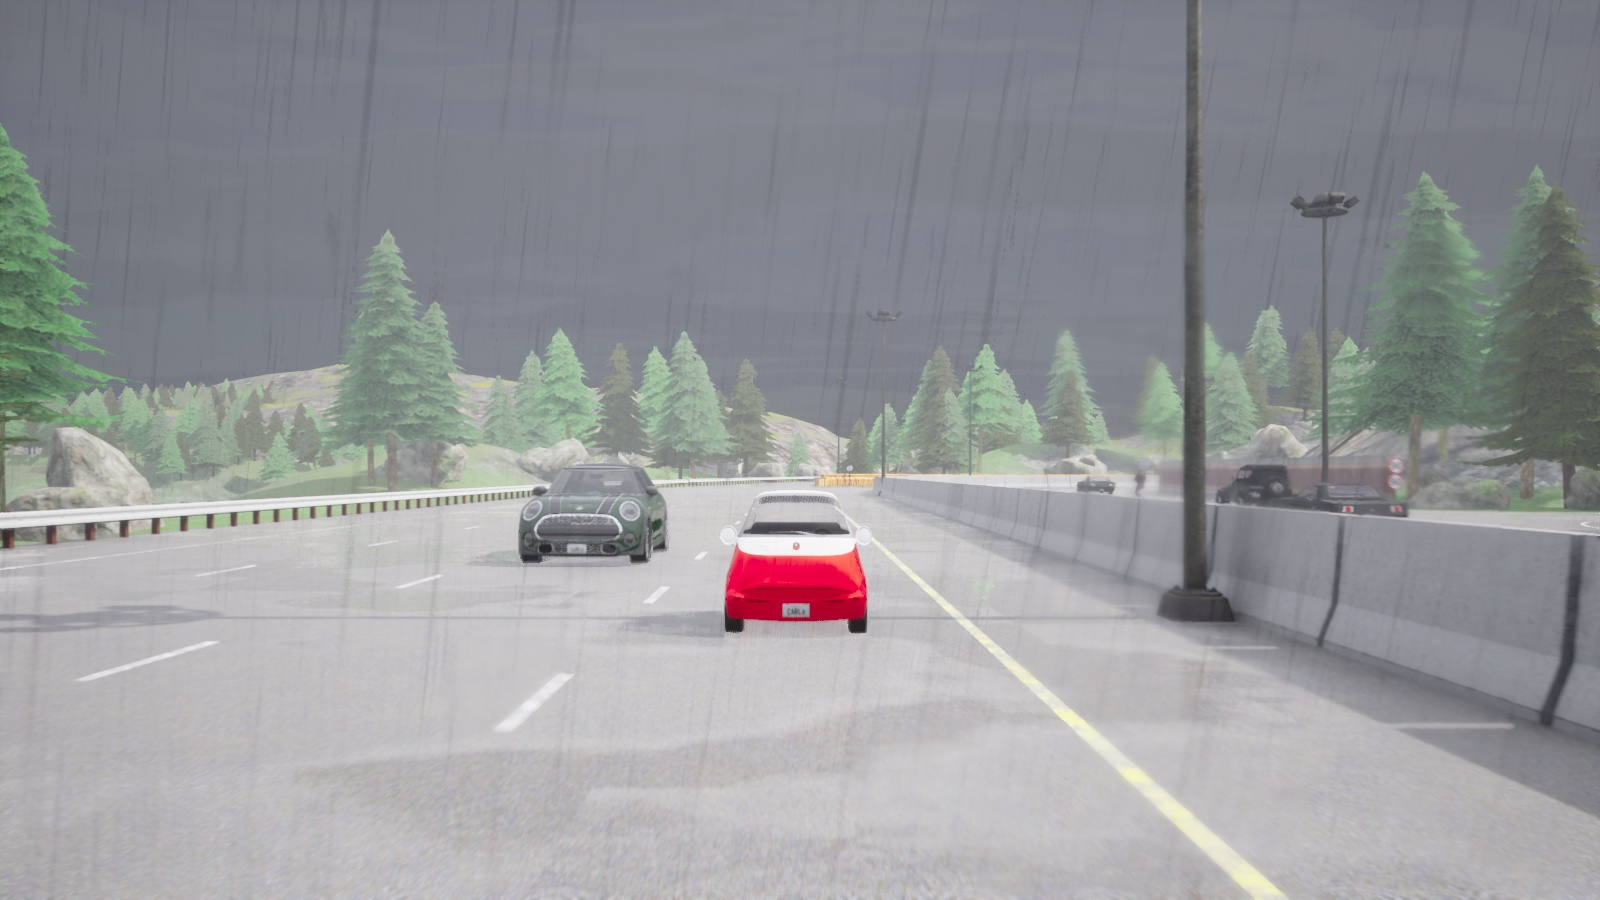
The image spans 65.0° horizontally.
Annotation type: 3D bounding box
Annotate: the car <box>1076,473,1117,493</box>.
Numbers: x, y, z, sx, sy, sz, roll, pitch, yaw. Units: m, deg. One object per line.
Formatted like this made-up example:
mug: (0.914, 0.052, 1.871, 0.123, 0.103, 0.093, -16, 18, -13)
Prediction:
car: (20.717, 2.306, 88.028, 1.895, 1.301, 4.718, 0, -1, 2)

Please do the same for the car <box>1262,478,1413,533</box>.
car: (13.917, 1.409, 32.846, 1.895, 1.301, 4.718, 0, -1, 0)

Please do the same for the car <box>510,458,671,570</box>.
car: (-3.552, 1.059, 22.187, 2.097, 1.767, 4.553, 0, -1, 0)

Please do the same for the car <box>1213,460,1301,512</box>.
car: (17.341, 1.341, 47.814, 1.905, 1.878, 3.866, 0, -1, 0)

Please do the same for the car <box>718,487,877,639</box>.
car: (-0.030, 1.086, 12.820, 1.481, 1.376, 2.207, 0, -1, 0)
